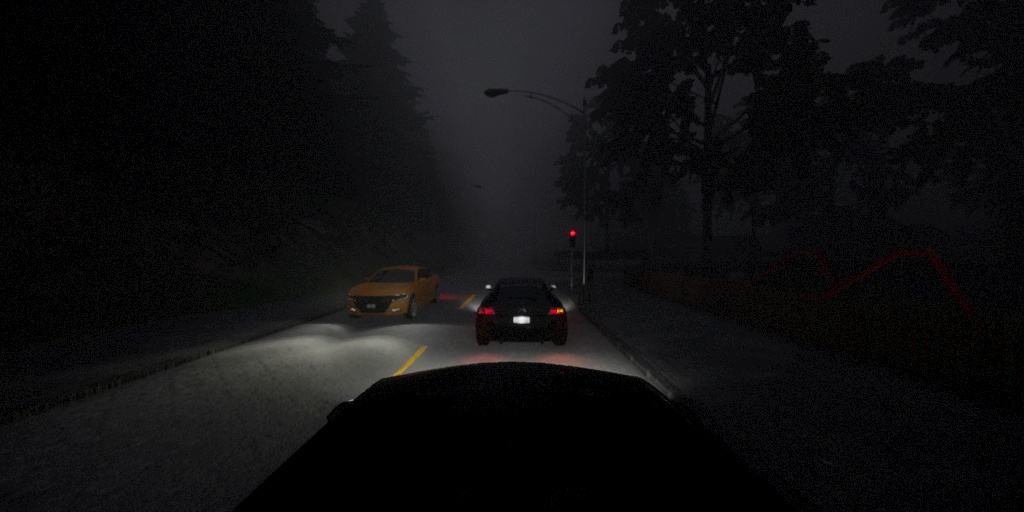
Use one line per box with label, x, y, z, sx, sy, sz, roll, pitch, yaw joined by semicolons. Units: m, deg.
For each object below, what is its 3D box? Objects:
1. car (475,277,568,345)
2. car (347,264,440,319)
car;0.228;1.212;9.136;1.994;1.385;4.181;0;1;1
car;-3.821;1.084;12.352;1.882;1.535;5.008;0;1;1
